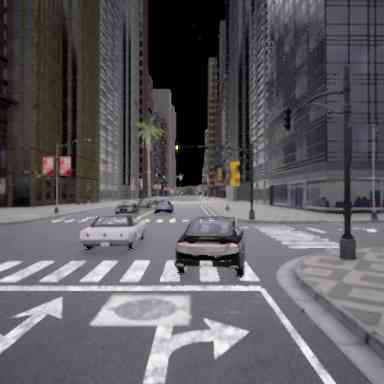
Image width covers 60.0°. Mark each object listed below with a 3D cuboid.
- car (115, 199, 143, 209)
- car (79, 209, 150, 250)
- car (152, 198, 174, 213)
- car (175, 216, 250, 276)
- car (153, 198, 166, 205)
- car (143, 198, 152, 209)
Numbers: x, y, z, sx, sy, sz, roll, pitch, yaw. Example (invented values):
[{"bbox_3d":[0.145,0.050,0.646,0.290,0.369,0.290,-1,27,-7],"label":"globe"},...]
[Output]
[{"bbox_3d":[-6.577,1.676,34.084,1.994,1.385,4.181,0,0,1],"label":"car"},{"bbox_3d":[-3.155,1.610,14.290,1.895,1.301,4.718,0,0,0],"label":"car"},{"bbox_3d":[-3.142,1.696,38.379,1.994,1.385,4.181,0,0,0],"label":"car"},{"bbox_3d":[0.758,1.495,10.448,2.128,1.511,4.902,0,1,10],"label":"car"},{"bbox_3d":[-6.486,1.830,65.989,2.033,1.411,5.357,0,0,0],"label":"car"},{"bbox_3d":[-6.577,1.672,46.364,1.837,1.490,4.892,0,1,0],"label":"car"}]
